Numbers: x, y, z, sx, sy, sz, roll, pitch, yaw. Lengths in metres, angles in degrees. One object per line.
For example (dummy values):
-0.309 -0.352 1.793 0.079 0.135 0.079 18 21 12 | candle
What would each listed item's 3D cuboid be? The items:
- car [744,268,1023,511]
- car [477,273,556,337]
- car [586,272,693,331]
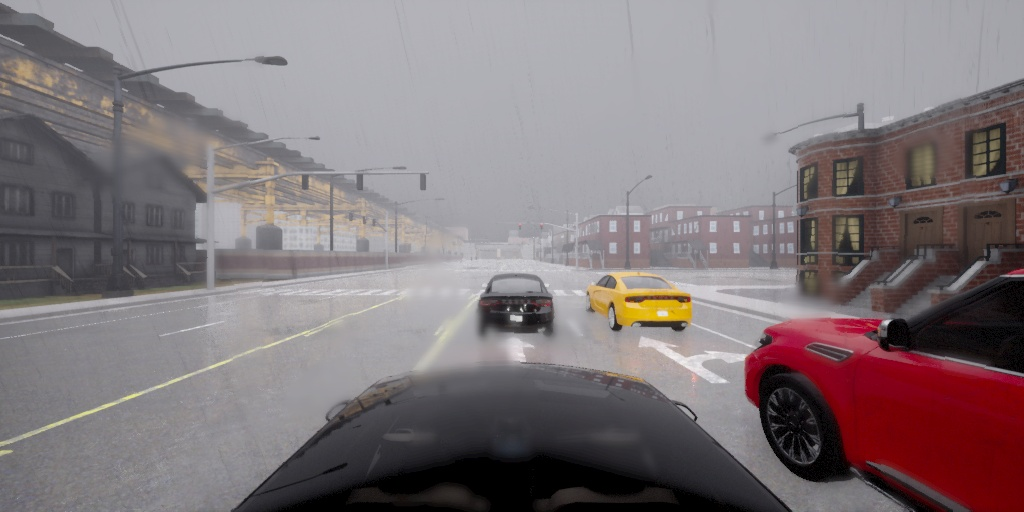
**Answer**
3.598 0.971 1.530 2.150 2.045 5.566 0 0 0 | car
0.107 1.228 10.353 1.882 1.535 5.008 0 0 0 | car
3.609 1.228 11.055 1.882 1.535 5.008 0 0 0 | car
